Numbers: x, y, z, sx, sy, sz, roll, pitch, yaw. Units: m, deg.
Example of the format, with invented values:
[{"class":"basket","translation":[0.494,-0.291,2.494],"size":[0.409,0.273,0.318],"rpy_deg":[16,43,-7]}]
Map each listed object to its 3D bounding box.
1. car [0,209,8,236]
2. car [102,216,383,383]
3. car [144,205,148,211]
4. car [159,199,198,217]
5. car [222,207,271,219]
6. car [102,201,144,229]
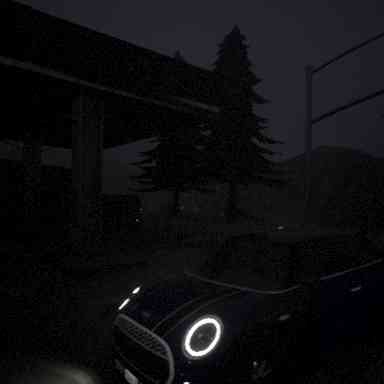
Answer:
[{"class":"car","translation":[-11.671,1.520,18.466],"size":[2.242,1.667,4.611],"rpy_deg":[1,0,-36]},{"class":"car","translation":[1.153,1.382,4.887],"size":[4.553,1.767,2.097],"rpy_deg":[-1,-2,-36]},{"class":"car","translation":[-7.487,1.664,41.317],"size":[2.033,1.411,5.357],"rpy_deg":[1,0,-35]},{"class":"car","translation":[-1.339,1.540,32.653],"size":[2.097,1.767,4.553],"rpy_deg":[1,0,-36]},{"class":"car","translation":[4.080,1.815,25.013],"size":[1.994,1.385,4.181],"rpy_deg":[1,0,-35]},{"class":"car","translation":[-4.539,1.446,18.283],"size":[1.905,1.878,3.866],"rpy_deg":[1,0,-36]}]
